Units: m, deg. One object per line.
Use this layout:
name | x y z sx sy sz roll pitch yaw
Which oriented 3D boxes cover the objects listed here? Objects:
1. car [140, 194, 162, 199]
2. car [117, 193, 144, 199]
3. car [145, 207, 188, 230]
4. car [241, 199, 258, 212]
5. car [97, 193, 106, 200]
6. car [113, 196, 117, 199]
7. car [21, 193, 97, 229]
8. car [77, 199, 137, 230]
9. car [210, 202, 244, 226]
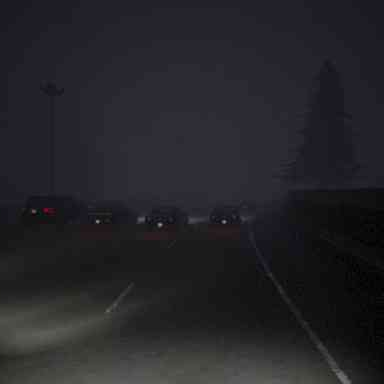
car | -6.945 1.495 62.705 2.033 1.411 5.357 0 0 25
car | -10.934 1.161 62.382 2.150 2.045 5.566 0 0 24
car | -1.460 1.585 21.249 1.895 1.301 4.718 0 0 9
car | 6.716 1.515 39.661 1.812 1.442 4.674 0 0 18
car | -18.463 1.145 62.587 2.150 2.045 5.566 0 0 23
car | -13.852 1.479 64.448 2.033 1.411 5.357 0 0 25
car | -8.521 1.191 21.412 2.150 2.045 5.566 0 0 9
car | -4.975 1.469 21.262 2.128 1.511 4.902 0 0 9
car | 2.437 1.592 23.139 1.895 1.301 4.718 0 0 10
